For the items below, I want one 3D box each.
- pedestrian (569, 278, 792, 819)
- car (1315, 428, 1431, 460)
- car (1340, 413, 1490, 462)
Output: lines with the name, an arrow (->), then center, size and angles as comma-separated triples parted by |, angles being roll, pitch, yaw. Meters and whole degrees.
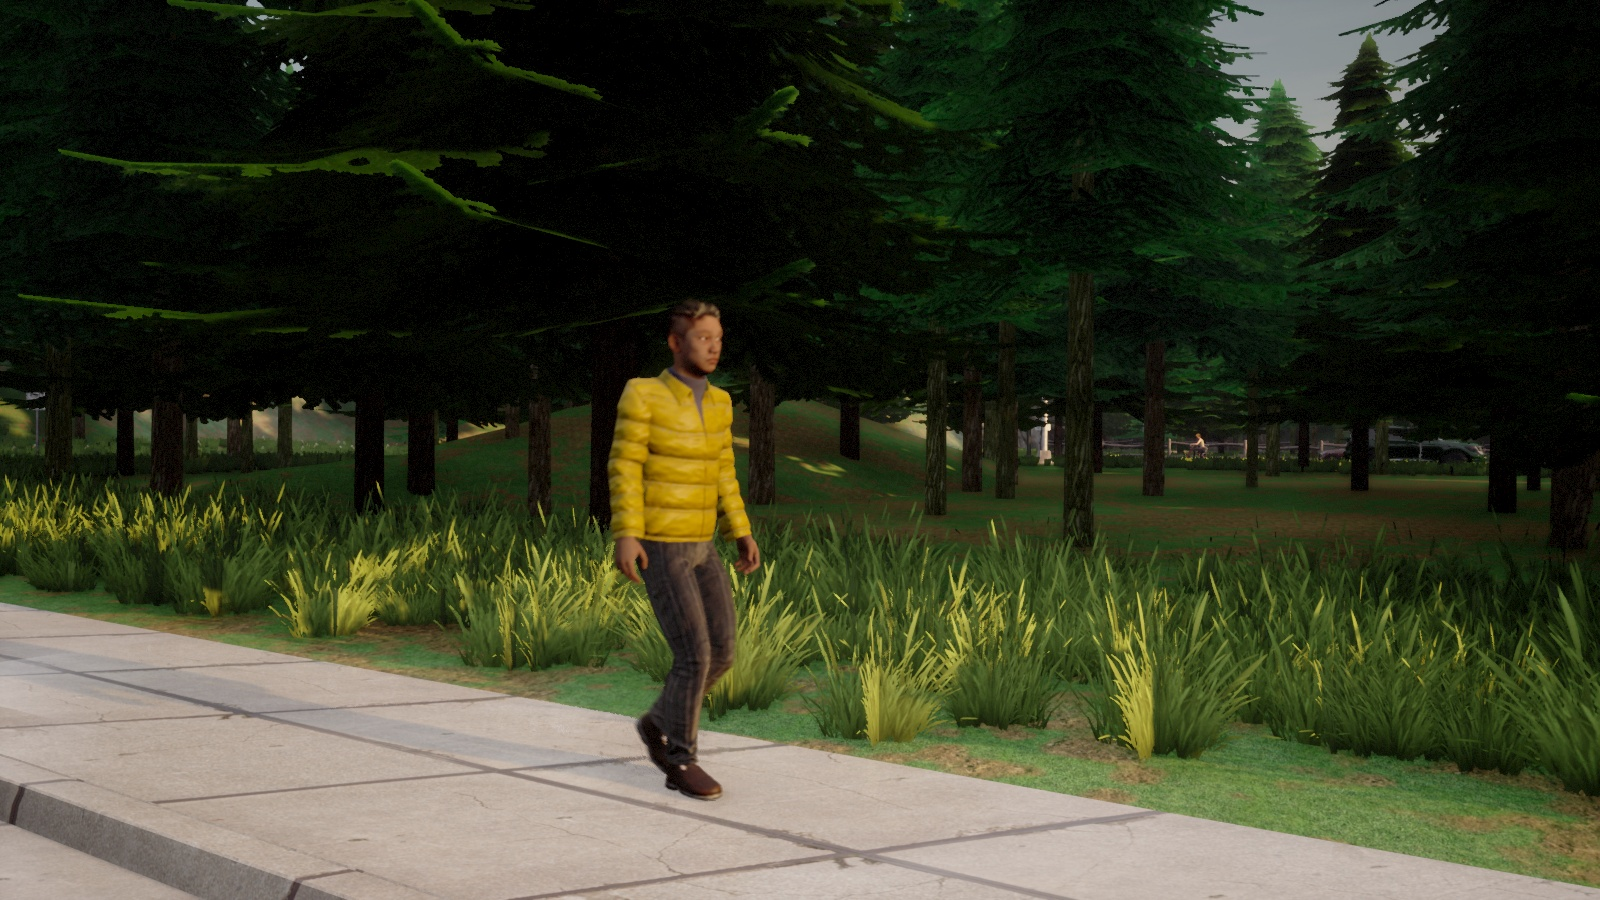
pedestrian -> -0.446, 0.334, 4.659 | 0.709, 1.840, 0.431 | 0, 1, 40
car -> 26.660, -0.283, 58.521 | 4.674, 1.442, 1.812 | 0, 1, 35
car -> 26.565, -0.532, 54.324 | 5.566, 2.045, 2.150 | 0, 1, 35
